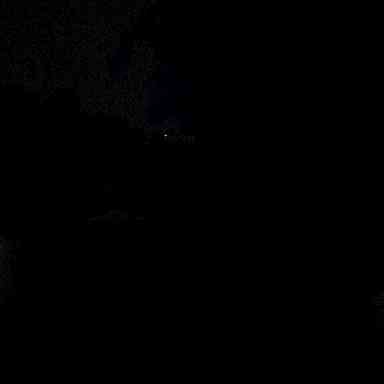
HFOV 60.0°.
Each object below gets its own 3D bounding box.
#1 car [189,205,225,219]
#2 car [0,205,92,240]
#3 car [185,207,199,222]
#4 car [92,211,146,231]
[{"bbox_3d":[1.780,2.230,37.902,1.812,1.442,4.674,0,-1,36],"label":"car"},{"bbox_3d":[-8.653,1.641,19.060,2.192,1.841,5.009,-1,-2,36],"label":"car"},{"bbox_3d":[1.055,2.198,32.562,1.947,1.339,4.313,-1,-2,36],"label":"car"},{"bbox_3d":[-5.317,1.956,23.695,1.752,1.417,4.829,-1,-2,36],"label":"car"}]
